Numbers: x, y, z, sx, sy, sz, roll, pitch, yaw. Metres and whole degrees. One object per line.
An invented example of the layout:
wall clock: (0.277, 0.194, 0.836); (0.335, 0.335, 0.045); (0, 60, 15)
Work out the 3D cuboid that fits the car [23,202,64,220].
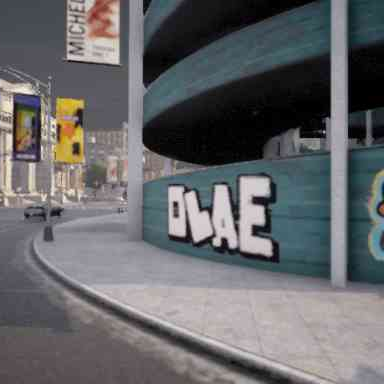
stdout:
car: (-13.418, 1.700, 30.453); (2.128, 1.511, 4.902); (0, -1, 3)
